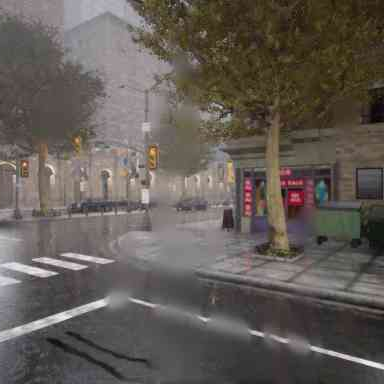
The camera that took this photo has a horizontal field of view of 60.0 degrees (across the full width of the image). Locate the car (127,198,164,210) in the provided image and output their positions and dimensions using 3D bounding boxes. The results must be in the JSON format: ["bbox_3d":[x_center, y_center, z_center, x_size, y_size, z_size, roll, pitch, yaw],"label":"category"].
[{"bbox_3d":[-5.639,1.505,42.739,1.837,1.490,4.892,0,0,36],"label":"car"}]

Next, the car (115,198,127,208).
[{"bbox_3d":[-10.121,1.595,47.893,1.895,1.301,4.718,0,0,36],"label":"car"}]

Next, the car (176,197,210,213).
[{"bbox_3d":[0.179,1.505,36.793,1.837,1.490,4.892,0,0,36],"label":"car"}]

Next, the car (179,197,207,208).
[{"bbox_3d":[0.183,1.505,50.778,1.837,1.490,4.892,0,0,36],"label":"car"}]

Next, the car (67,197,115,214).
[{"bbox_3d":[-10.931,1.352,35.423,2.097,1.767,4.553,0,0,36],"label":"car"}]
